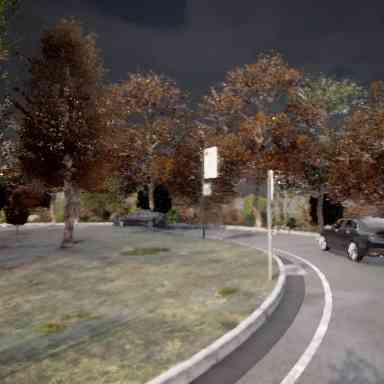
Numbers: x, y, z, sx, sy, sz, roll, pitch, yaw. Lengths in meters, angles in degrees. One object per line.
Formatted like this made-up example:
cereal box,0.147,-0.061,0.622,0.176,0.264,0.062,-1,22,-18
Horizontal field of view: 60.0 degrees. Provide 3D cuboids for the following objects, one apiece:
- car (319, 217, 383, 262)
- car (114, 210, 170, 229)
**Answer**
car,6.476,1.721,12.821,1.837,1.490,4.892,1,-3,2
car,-4.269,2.285,27.974,4.892,1.490,1.837,-1,-3,24
